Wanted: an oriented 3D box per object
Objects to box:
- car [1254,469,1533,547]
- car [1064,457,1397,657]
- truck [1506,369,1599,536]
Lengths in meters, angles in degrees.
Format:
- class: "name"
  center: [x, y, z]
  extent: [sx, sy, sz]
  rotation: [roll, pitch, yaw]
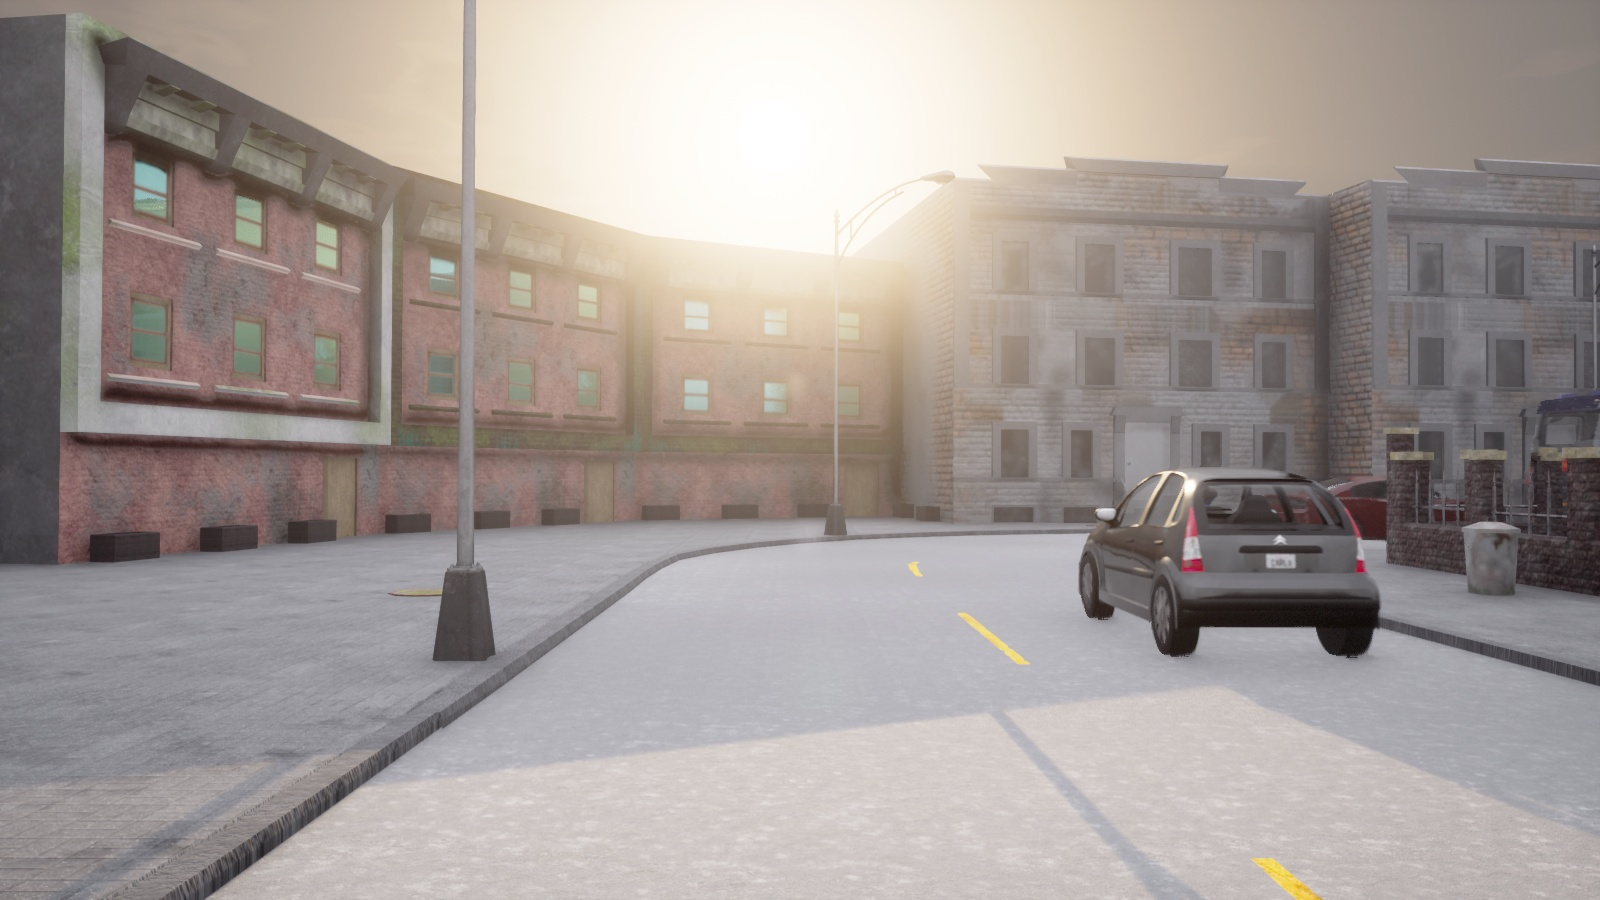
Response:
- class: "car"
  center: [12.304, 1.182, 26.189]
  extent: [5.008, 1.535, 1.882]
  rotation: [0, -1, -7]
- class: "car"
  center: [3.926, 0.902, 12.228]
  extent: [1.851, 1.617, 3.988]
  rotation: [0, -1, 0]
- class: "truck"
  center: [22.049, 0.069, 30.232]
  extent: [8.468, 3.827, 2.891]
  rotation: [0, -1, 0]
